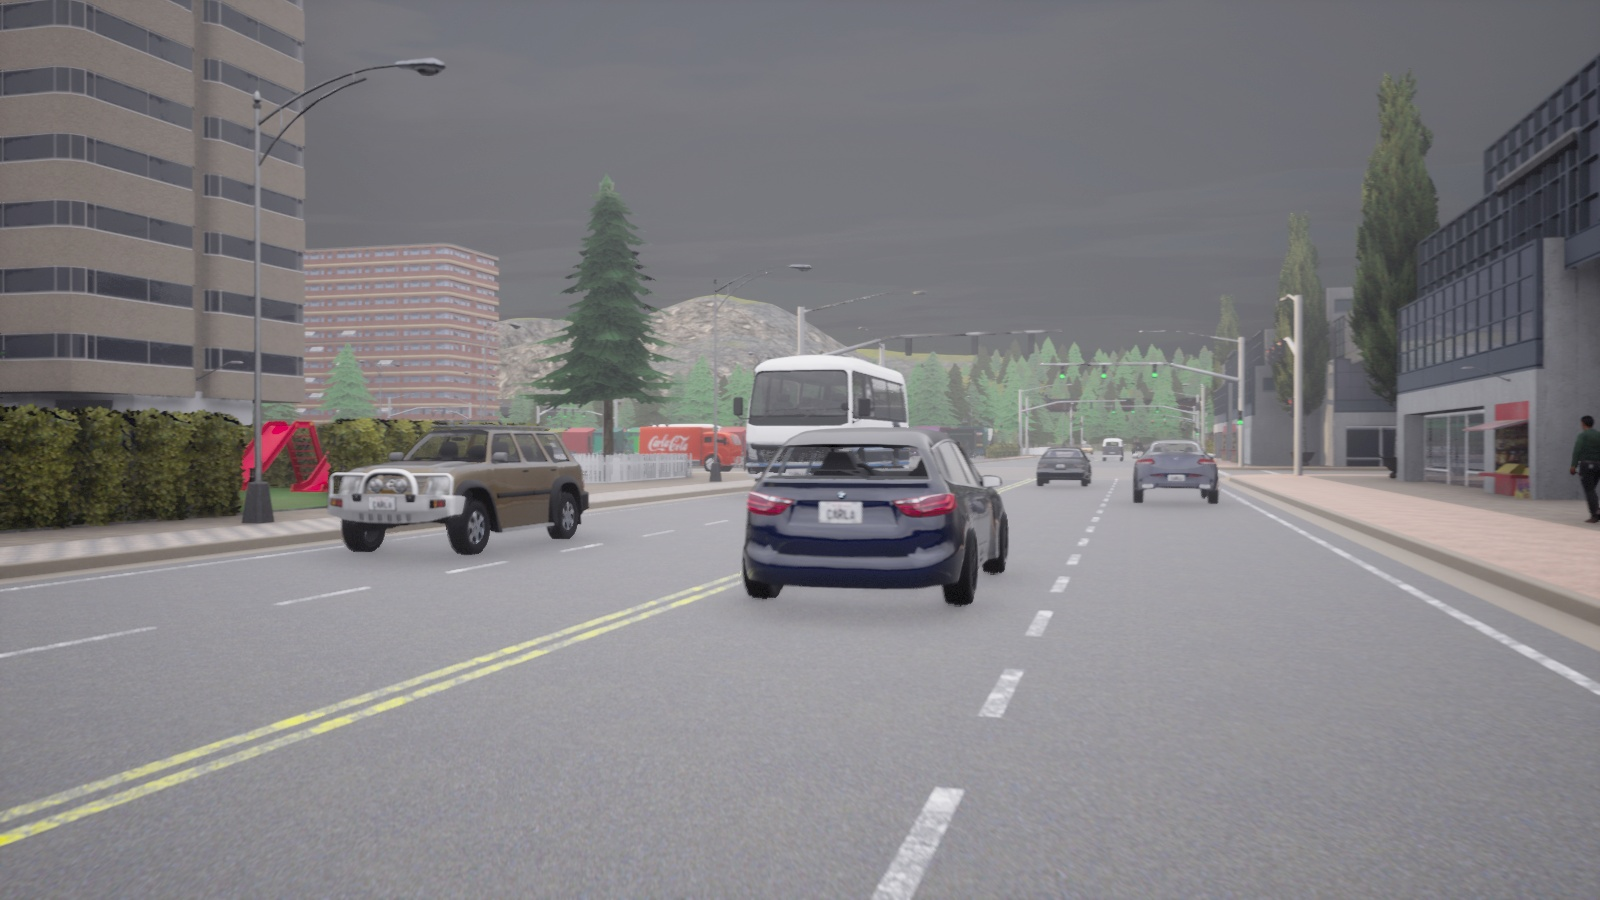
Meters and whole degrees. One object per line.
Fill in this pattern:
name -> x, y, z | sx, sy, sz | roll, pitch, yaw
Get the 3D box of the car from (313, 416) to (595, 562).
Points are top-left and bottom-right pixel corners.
car -> -4.878, 0.485, 18.490 | 1.932, 1.855, 4.605 | 0, 0, 15

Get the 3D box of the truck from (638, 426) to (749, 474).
truck -> -5.580, -0.016, 65.913 | 5.204, 2.467, 2.627 | 0, 0, 15

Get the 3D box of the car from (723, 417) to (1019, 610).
car -> 0.984, 0.537, 13.335 | 2.242, 1.667, 4.611 | 0, 0, 15

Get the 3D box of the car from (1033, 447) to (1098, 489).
car -> 9.779, 0.611, 46.024 | 2.033, 1.411, 5.357 | 0, 0, 15

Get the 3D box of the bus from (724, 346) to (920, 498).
bus -> 1.053, -0.795, 40.522 | 3.944, 4.253, 10.273 | 0, 0, 15

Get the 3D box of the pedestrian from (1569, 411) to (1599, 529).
pedestrian -> 13.305, 0.326, 21.035 | 0.423, 1.949, 0.788 | 0, 0, 5

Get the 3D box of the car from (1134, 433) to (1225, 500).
car -> 10.068, 0.393, 33.623 | 2.152, 1.651, 5.027 | 0, 0, 15
